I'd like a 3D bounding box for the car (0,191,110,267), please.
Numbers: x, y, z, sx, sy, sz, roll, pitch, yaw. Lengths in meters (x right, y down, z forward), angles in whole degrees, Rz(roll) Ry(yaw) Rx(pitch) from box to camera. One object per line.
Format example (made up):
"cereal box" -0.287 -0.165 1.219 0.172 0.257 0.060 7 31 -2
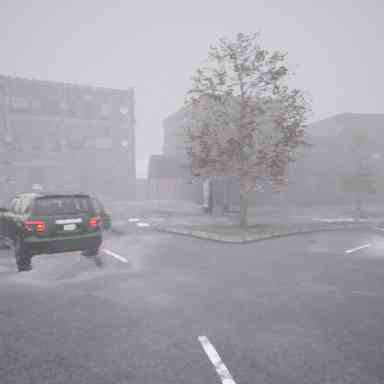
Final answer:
"car" -4.847 1.001 10.972 2.150 2.045 5.566 -2 2 -37

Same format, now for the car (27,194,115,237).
"car" -6.081 1.019 16.451 4.553 1.767 2.097 0 2 41
